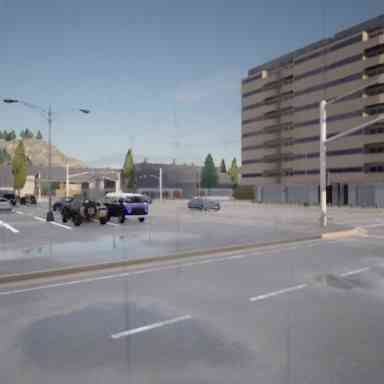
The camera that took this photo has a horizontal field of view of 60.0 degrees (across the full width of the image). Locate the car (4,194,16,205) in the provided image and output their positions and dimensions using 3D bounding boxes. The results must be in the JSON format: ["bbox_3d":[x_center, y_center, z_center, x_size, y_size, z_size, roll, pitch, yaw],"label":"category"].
[{"bbox_3d":[-29.648,1.200,53.738,1.905,1.878,3.866,0,0,-35],"label":"car"}]

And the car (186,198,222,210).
[{"bbox_3d":[1.528,1.559,45.004,2.033,1.411,5.357,0,0,-35],"label":"car"}]

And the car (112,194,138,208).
[{"bbox_3d":[-11.610,1.582,57.587,1.994,1.385,4.181,0,0,-35],"label":"car"}]

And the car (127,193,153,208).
[{"bbox_3d":[-9.236,1.329,60.309,2.150,2.045,5.566,0,0,-35],"label":"car"}]

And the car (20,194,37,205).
[{"bbox_3d":[-27.252,1.193,55.363,1.932,1.855,4.605,0,0,-35],"label":"car"}]

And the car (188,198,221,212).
[{"bbox_3d":[1.525,1.581,38.970,1.994,1.385,4.181,0,0,-35],"label":"car"}]

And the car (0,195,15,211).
[{"bbox_3d":[-21.785,1.444,37.908,1.970,1.475,3.806,0,0,-35],"label":"car"}]
